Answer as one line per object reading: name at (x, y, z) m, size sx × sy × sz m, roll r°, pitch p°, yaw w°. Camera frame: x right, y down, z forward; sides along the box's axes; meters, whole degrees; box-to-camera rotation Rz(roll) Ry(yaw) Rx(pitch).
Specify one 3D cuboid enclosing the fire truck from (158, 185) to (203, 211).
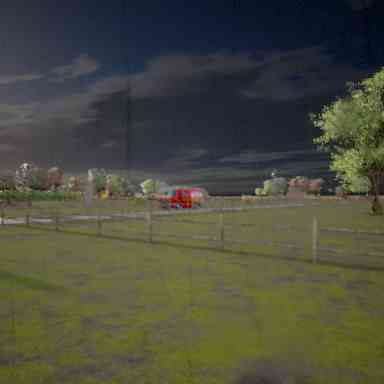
fire truck at (-1.705, 0.967, 52.863) m, size 2.891 × 3.827 × 8.468 m, roll -1°, pitch -2°, yaw 36°
